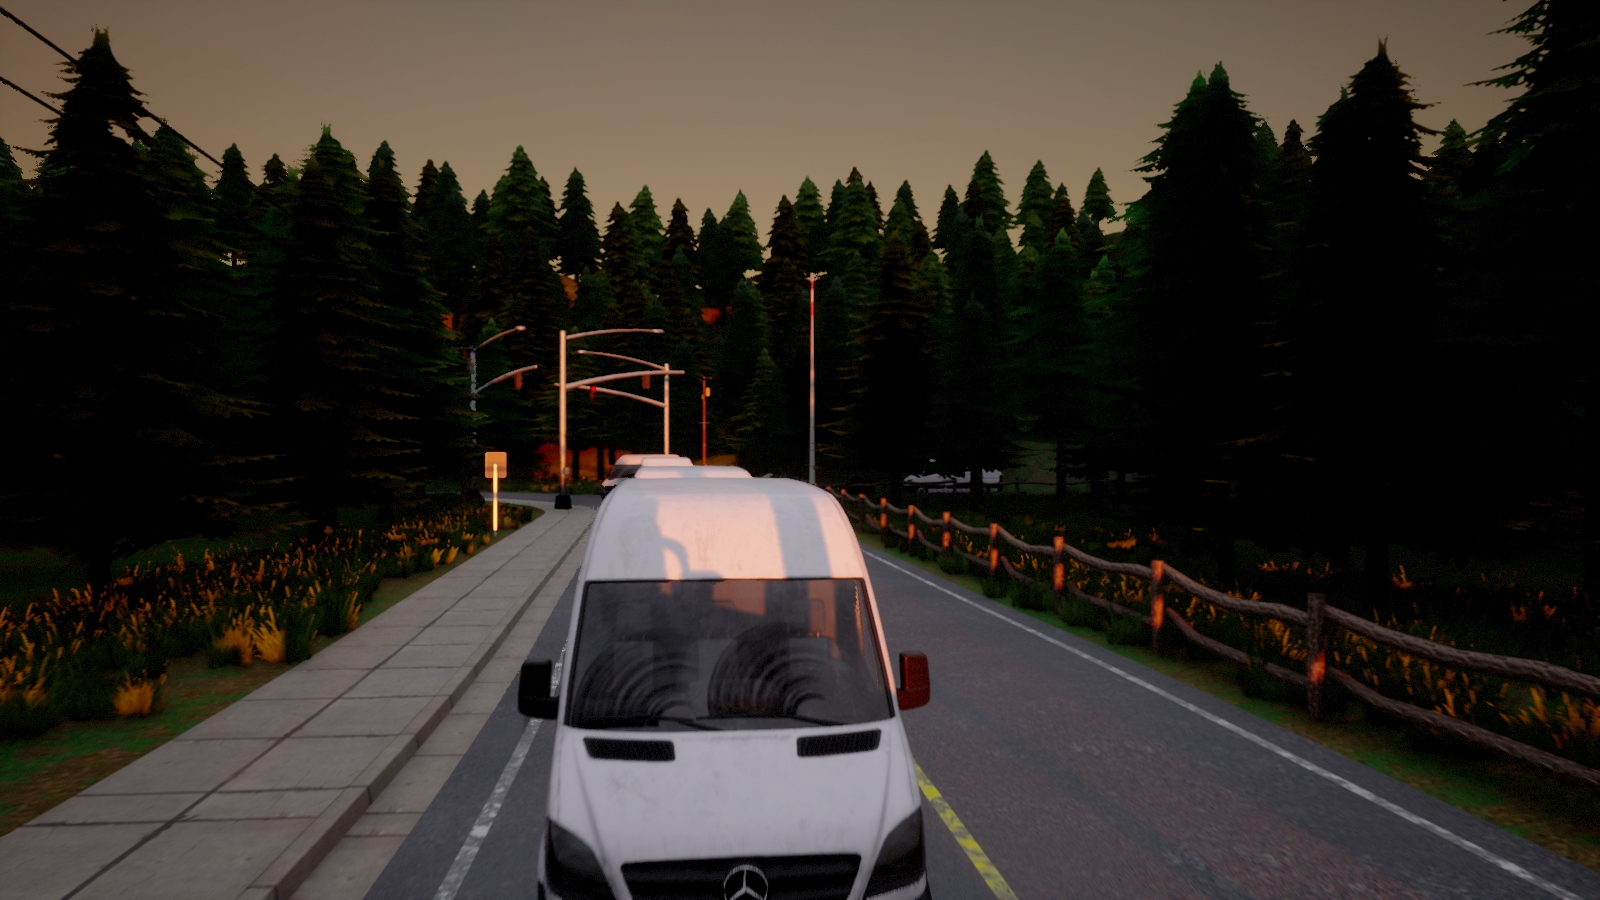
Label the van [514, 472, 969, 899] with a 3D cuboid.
[{"bbox_3d":[-0.566,1.493,7.933,1.988,2.561,5.915,0,0,-6],"label":"van"}]

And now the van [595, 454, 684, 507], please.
[{"bbox_3d":[-8.124,1.474,58.589,1.988,2.561,5.915,0,0,20],"label":"van"}]
